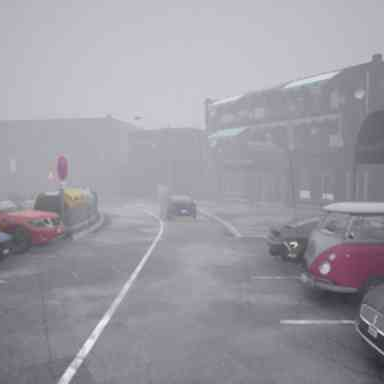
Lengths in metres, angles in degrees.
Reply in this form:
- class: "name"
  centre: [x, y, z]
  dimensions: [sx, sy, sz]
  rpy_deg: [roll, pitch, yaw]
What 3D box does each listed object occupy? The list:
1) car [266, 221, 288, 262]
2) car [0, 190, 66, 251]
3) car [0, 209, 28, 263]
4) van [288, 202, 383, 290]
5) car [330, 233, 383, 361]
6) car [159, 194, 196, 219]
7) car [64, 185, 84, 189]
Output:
- class: "car"
  centre: [4.646, 1.386, 9.701]
  dimensions: [4.892, 1.521, 2.231]
  rpy_deg: [0, 1, 0]
- class: "car"
  centre: [-7.649, 1.075, 12.229]
  dimensions: [5.566, 2.045, 2.435]
  rpy_deg: [0, 1, 0]
- class: "car"
  centre: [-7.683, 1.393, 9.290]
  dimensions: [5.008, 1.535, 2.097]
  rpy_deg: [0, 1, 0]
- class: "van"
  centre: [4.535, 1.204, 6.891]
  dimensions: [4.442, 1.987, 1.878]
  rpy_deg: [0, 1, 0]
- class: "car"
  centre: [4.658, 1.455, 4.099]
  dimensions: [4.892, 1.521, 2.231]
  rpy_deg: [0, 1, 0]
- class: "car"
  centre: [-1.046, 0.888, 22.882]
  dimensions: [1.882, 1.535, 5.008]
  rpy_deg: [-1, 4, -13]
- class: "car"
  centre: [-13.321, 0.039, 37.284]
  dimensions: [5.008, 1.535, 1.882]
  rpy_deg: [0, 3, 27]
